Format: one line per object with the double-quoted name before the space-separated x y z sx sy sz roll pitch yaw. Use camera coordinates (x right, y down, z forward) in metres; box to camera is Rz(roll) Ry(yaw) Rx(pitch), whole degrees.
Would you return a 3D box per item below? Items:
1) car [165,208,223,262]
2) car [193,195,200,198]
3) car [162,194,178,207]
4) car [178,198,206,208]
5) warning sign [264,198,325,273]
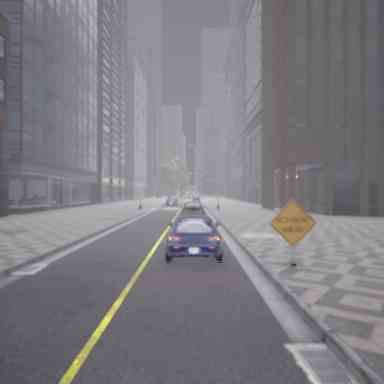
"car" 0.076 1.527 11.940 1.812 1.442 4.674 0 0 0
"car" 1.071 1.537 78.967 1.812 1.442 4.674 0 0 0
"car" -3.055 1.499 50.848 2.128 1.511 4.902 0 0 0
"car" 0.080 1.509 26.633 1.837 1.490 4.892 0 0 0
"warning sign" 2.714 1.116 8.972 1.300 1.860 1.060 0 0 0
